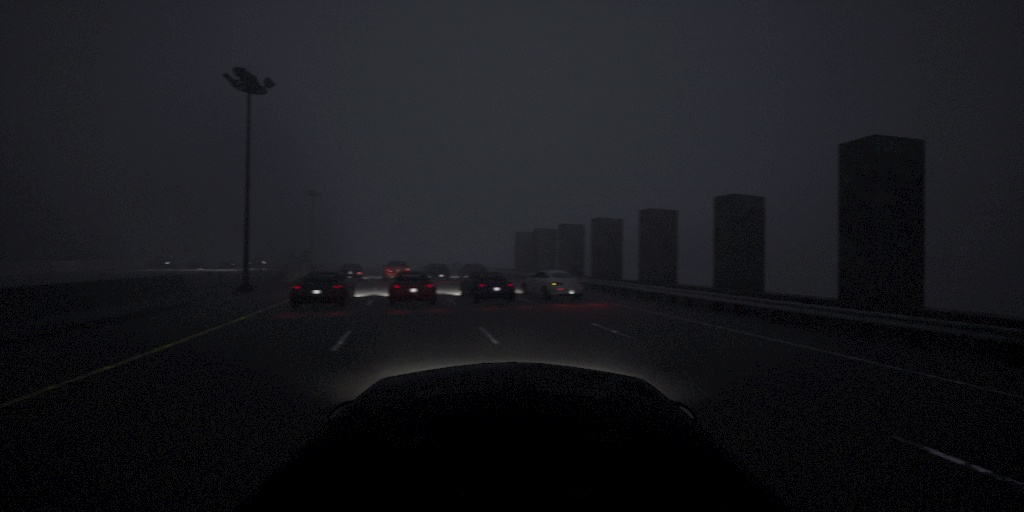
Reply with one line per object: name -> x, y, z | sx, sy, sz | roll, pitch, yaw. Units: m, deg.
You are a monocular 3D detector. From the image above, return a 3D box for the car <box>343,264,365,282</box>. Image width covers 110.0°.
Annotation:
car -> -13.234, 1.337, 29.525 | 2.033, 1.411, 5.357 | 1, 0, -23

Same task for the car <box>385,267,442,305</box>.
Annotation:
car -> -4.609, 1.365, 16.418 | 1.994, 1.385, 4.181 | 1, 0, -18

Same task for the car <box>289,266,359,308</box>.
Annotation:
car -> -7.937, 1.315, 15.333 | 1.994, 1.385, 4.181 | 1, 0, -18

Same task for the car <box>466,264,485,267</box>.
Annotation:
car -> -3.681, 1.449, 33.883 | 1.837, 1.490, 4.892 | 1, 0, -23

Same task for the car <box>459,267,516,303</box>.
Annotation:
car -> -1.292, 1.415, 17.537 | 1.994, 1.385, 4.181 | 1, 0, -18

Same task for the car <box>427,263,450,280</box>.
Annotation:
car -> -6.908, 1.399, 32.528 | 1.837, 1.490, 4.892 | 1, 0, -23

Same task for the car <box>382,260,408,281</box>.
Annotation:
car -> -10.042, 1.190, 30.965 | 2.097, 1.767, 4.553 | 1, -1, -23

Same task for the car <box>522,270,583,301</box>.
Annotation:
car -> 2.017, 1.426, 18.677 | 1.812, 1.442, 4.674 | 1, 0, -18
